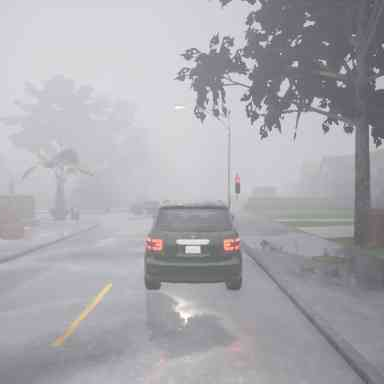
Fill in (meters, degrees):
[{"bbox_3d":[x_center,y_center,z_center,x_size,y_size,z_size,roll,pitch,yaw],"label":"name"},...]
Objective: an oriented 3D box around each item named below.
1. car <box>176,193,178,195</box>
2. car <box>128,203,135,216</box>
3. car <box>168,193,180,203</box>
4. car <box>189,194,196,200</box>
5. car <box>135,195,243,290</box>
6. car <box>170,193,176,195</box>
[{"bbox_3d":[-4.003,1.491,62.846,2.128,1.511,4.902,0,0,0],"label":"car"},{"bbox_3d":[-3.693,1.505,31.674,4.892,1.490,1.837,0,2,-36],"label":"car"},{"bbox_3d":[-3.935,1.225,73.359,2.150,2.045,5.566,0,0,0],"label":"car"},{"bbox_3d":[0.078,1.356,88.161,1.812,1.442,4.674,0,0,0],"label":"car"},{"bbox_3d":[0.045,1.221,9.205,2.150,2.045,5.566,0,0,1],"label":"car"},{"bbox_3d":[-4.046,1.352,52.444,2.097,1.767,4.553,0,0,0],"label":"car"}]
